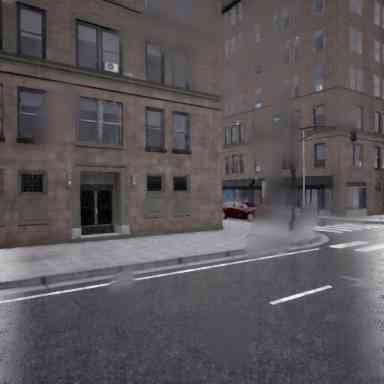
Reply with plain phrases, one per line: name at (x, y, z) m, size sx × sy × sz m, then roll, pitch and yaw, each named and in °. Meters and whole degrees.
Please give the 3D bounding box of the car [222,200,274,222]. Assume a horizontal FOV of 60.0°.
car at (3.986, 1.411, 25.541) m, size 1.882 × 1.535 × 5.008 m, roll -1°, pitch 1°, yaw -35°
